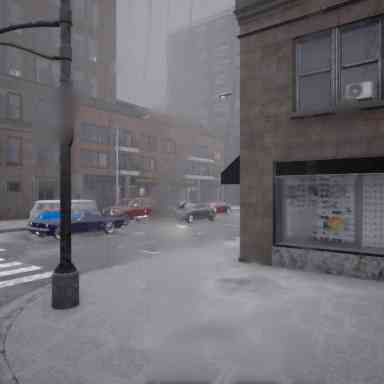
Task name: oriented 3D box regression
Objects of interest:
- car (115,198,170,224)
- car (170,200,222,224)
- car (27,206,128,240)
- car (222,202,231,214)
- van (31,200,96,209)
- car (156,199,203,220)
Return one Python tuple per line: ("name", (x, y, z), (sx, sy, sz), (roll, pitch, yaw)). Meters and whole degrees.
("car", (-4.279, 1.337, 24.293), (2.192, 1.841, 5.009), (0, 0, 36))
("car", (0.062, 1.529, 25.588), (1.837, 1.490, 4.892), (0, 0, 36))
("car", (-5.920, 1.617, 17.353), (1.895, 1.301, 4.718), (0, 0, 37))
("car", (2.276, 1.575, 33.364), (1.887, 1.381, 4.507), (0, 0, 36))
("van", (-7.556, 1.358, 19.757), (1.690, 1.788, 3.998), (0, 0, 36))
("car", (-1.002, 1.466, 28.829), (1.967, 1.590, 4.097), (0, 0, 36))
